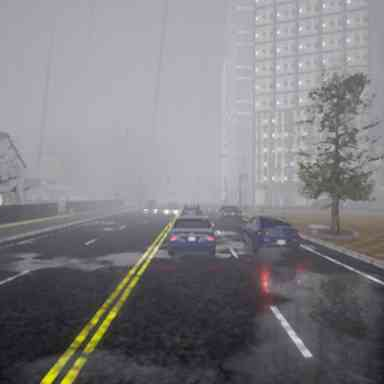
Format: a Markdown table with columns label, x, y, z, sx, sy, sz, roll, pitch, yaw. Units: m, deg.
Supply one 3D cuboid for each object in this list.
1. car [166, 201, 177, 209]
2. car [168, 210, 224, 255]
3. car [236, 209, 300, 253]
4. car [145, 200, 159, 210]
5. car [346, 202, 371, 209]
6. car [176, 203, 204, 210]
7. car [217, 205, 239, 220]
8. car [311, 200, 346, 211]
| label | x | y | z | sx | sy | sz | roll | pitch | yaw |
| --- | --- | --- | --- | --- | --- | --- | --- | --- | --- |
| car | -3.260 | 2.162 | 54.560 | 1.895 | 1.301 | 4.718 | 0 | -1 | 0 |
| car | -0.001 | 1.684 | 13.965 | 2.033 | 1.411 | 5.357 | 0 | -1 | 0 |
| car | 3.254 | 1.666 | 14.371 | 1.812 | 1.442 | 4.674 | 0 | 0 | 0 |
| car | -6.512 | 2.072 | 54.382 | 1.837 | 1.490 | 4.892 | 0 | -1 | 0 |
| car | 31.038 | 2.370 | 62.333 | 4.403 | 1.369 | 2.008 | 0 | 1 | 20 |
| car | 0.001 | 1.783 | 29.290 | 2.128 | 1.511 | 4.902 | 0 | 0 | 0 |
| car | 3.246 | 1.835 | 28.971 | 2.033 | 1.411 | 5.357 | 0 | -1 | 0 |
| car | 23.004 | 2.235 | 56.878 | 5.009 | 1.841 | 2.192 | 0 | 1 | 20 |
